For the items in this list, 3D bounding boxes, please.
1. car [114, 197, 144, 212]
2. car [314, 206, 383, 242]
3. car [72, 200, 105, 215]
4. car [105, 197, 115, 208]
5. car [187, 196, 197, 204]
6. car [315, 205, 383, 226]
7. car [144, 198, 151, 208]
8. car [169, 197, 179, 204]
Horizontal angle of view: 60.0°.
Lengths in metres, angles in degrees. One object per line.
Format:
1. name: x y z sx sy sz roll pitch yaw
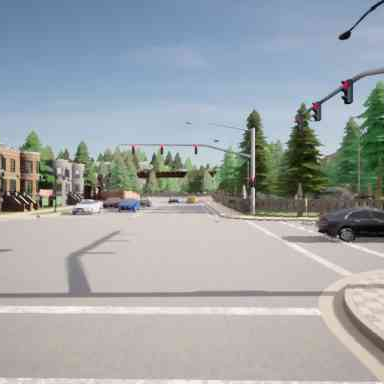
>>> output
1. car: -7.172 1.476 38.363 1.882 1.535 5.008 0 0 0
2. car: 8.353 1.504 15.676 4.892 1.490 1.837 0 1 2
3. car: -10.664 1.524 34.023 1.812 1.442 4.674 0 0 0
4. car: -10.672 1.476 44.878 1.882 1.535 5.008 0 0 0
5. car: -0.031 1.475 64.917 1.882 1.535 5.008 0 0 0
6. car: 11.142 1.600 22.901 4.718 1.301 1.895 0 0 2
7. car: -7.161 1.560 48.838 1.994 1.385 4.181 0 0 0
8. car: -3.531 1.598 65.200 1.895 1.301 4.718 0 0 0
